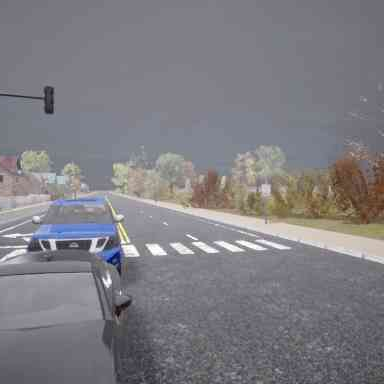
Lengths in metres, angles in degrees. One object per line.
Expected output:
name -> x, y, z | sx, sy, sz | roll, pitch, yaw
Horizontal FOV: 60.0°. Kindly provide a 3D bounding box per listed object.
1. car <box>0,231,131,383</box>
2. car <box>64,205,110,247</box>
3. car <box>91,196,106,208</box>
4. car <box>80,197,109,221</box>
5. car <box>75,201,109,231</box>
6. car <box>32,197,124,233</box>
car -> -1.740, 1.524, 3.956 | 1.812, 1.442, 4.674 | 0, 0, -12
car -> -4.968, 1.498, 16.135 | 1.837, 1.490, 4.892 | 0, 0, -15
car -> -14.006, 1.450, 50.014 | 2.128, 1.511, 4.902 | 0, 0, -15
car -> -8.033, 1.337, 27.631 | 2.097, 1.767, 4.553 | 0, 0, -15
car -> -6.505, 1.468, 21.889 | 1.882, 1.535, 5.008 | 0, 0, -15
car -> -3.345, 1.218, 10.054 | 2.150, 2.045, 5.566 | 0, 0, -15
